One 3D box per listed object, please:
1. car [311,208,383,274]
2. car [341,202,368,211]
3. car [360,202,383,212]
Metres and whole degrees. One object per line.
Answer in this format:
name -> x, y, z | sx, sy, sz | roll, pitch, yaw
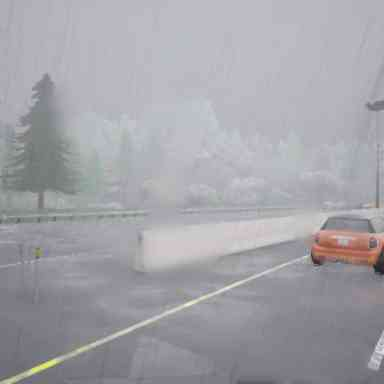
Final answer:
car -> 5.881, 1.549, 11.592 | 2.097, 1.767, 4.553 | 0, -1, 40
car -> 28.169, 2.515, 57.587 | 5.357, 1.411, 2.033 | 1, -1, -38
car -> 29.706, 2.405, 54.389 | 5.008, 1.535, 1.882 | 1, -1, -37
